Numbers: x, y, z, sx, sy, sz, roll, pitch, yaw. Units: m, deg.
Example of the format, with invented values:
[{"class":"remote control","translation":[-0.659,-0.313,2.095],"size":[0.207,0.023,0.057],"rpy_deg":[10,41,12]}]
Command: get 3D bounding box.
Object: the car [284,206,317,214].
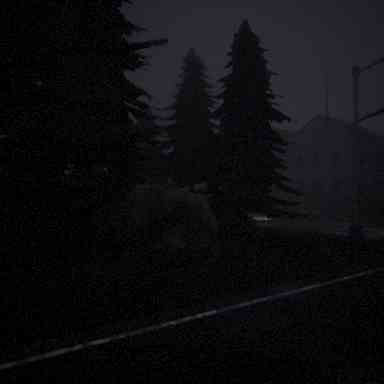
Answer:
[{"class":"car","translation":[8.559,1.765,28.391],"size":[1.994,1.385,4.181],"rpy_deg":[1,0,-35]}]
